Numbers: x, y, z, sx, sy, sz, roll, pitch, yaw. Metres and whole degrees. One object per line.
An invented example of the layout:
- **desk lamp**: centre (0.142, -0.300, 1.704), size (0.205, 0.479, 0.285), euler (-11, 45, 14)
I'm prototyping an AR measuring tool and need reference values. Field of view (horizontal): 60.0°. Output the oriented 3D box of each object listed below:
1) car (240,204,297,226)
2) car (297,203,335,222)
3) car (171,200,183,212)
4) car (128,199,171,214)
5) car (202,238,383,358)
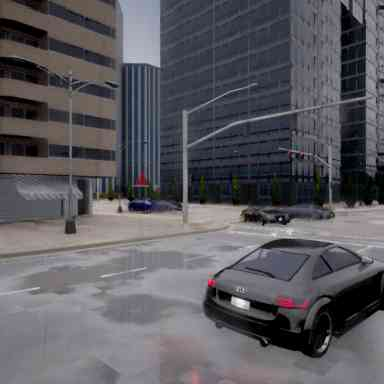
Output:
- **car**: centre (5.057, 1.587, 23.336), size (1.994, 1.385, 4.181), euler (0, 0, -19)
- **car**: centre (9.282, 1.574, 26.902), size (4.181, 1.385, 1.994), euler (0, 0, 44)
- **car**: centre (-2.761, 1.619, 38.718), size (4.181, 1.385, 1.994), euler (0, 0, 44)
- **car**: centre (-4.939, 1.533, 35.952), size (5.008, 1.535, 1.882), euler (0, 0, 44)
- **car**: centre (2.163, 1.564, 6.140), size (4.181, 1.385, 1.994), euler (0, 0, -43)
